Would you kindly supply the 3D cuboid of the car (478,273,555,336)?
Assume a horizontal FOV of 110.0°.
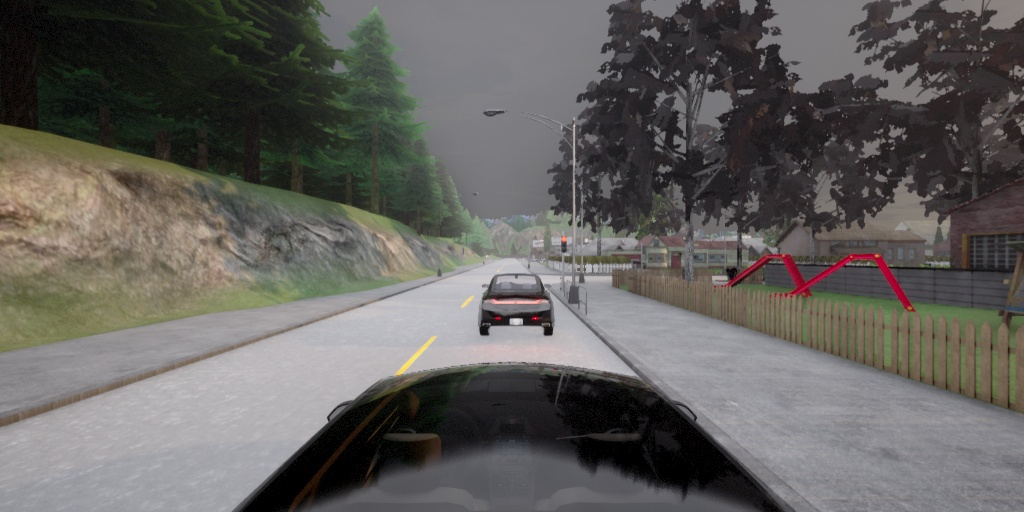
[{"bbox_3d":[0.125,1.241,10.364,2.128,1.511,4.902,0,0,1],"label":"car"}]
